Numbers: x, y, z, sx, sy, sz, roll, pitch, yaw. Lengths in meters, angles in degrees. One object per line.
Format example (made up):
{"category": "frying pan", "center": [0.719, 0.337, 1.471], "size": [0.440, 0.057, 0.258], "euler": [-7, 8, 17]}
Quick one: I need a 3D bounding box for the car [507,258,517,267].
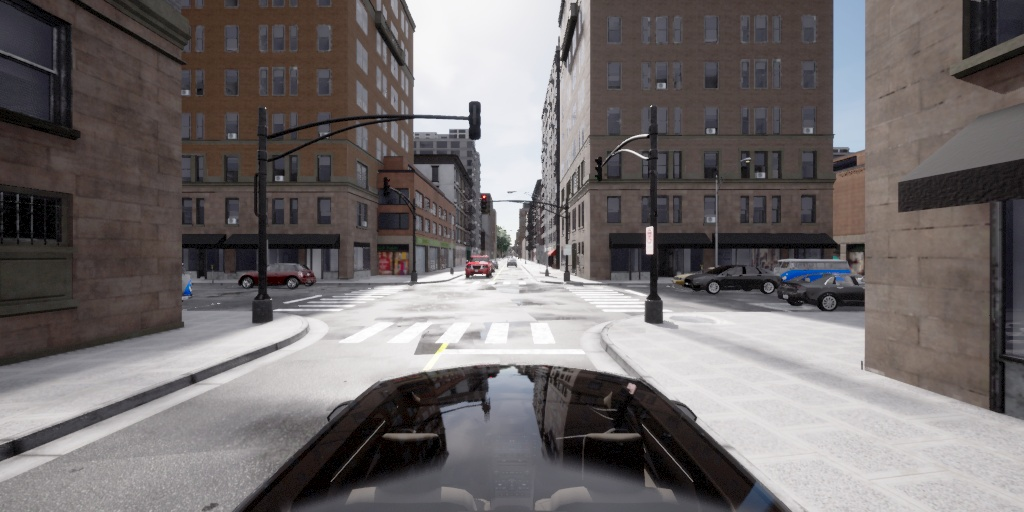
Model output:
{"category": "car", "center": [-0.008, 1.260, 63.799], "size": [2.033, 1.411, 5.357], "euler": [0, 0, 0]}

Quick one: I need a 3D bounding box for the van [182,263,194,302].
{"category": "van", "center": [-14.675, 1.089, 13.798], "size": [3.998, 1.789, 1.690], "euler": [0, 0, 1]}

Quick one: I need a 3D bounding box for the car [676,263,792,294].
{"category": "car", "center": [11.926, 1.248, 19.494], "size": [4.892, 1.490, 1.837], "euler": [0, 0, -1]}

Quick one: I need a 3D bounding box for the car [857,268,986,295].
{"category": "car", "center": [21.959, 1.345, 19.378], "size": [4.718, 1.301, 1.895], "euler": [0, 0, 1]}

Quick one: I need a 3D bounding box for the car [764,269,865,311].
{"category": "car", "center": [12.520, 1.305, 13.519], "size": [4.403, 1.370, 2.007], "euler": [0, 0, 1]}

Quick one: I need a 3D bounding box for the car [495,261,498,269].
{"category": "car", "center": [-3.106, 1.259, 44.096], "size": [1.812, 1.442, 4.674], "euler": [0, 0, 0]}

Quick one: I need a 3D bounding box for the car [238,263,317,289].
{"category": "car", "center": [-14.605, 1.172, 22.323], "size": [4.097, 1.591, 1.967], "euler": [0, 0, 1]}

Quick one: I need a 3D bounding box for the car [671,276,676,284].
{"category": "car", "center": [12.419, 1.264, 22.046], "size": [4.829, 1.417, 1.751], "euler": [0, 0, 1]}

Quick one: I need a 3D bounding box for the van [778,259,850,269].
{"category": "van", "center": [18.258, 1.080, 21.986], "size": [3.998, 1.789, 1.690], "euler": [0, 0, 1]}

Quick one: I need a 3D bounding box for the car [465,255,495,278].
{"category": "car", "center": [-3.102, 0.962, 34.259], "size": [2.150, 2.045, 5.566], "euler": [0, 0, 0]}
